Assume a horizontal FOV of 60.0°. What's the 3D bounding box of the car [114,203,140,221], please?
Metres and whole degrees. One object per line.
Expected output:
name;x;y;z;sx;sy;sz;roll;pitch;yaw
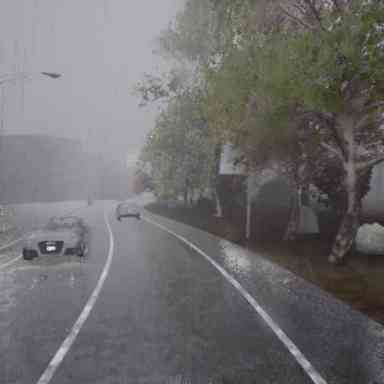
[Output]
car;-5.647;1.638;28.865;2.033;1.411;5.357;-2;0;-16

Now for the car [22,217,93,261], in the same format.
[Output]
car;-4.979;1.660;12.791;1.994;1.385;4.181;-1;0;-12
